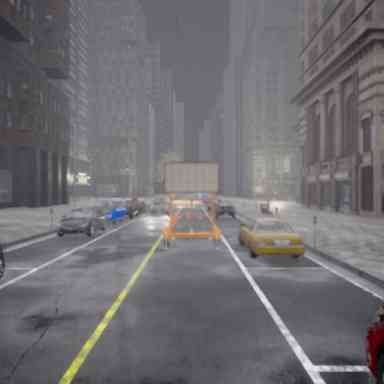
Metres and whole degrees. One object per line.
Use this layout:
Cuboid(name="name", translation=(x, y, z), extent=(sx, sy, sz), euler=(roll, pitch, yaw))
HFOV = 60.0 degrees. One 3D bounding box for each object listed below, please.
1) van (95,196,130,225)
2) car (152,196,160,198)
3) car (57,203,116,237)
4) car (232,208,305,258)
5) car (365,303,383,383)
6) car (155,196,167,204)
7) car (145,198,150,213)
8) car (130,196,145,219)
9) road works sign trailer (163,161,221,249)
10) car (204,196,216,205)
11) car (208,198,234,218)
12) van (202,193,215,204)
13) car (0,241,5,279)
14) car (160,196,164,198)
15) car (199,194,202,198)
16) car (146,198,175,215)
Cuboid(name="van", translation=(-5.771, 1.317, 23.418), extent=(1.690, 1.788, 3.998), euler=(0, 0, 0))
Cuboid(name="car", translation=(-5.780, 1.480, 45.350), extent=(1.752, 1.417, 4.829), euler=(0, 0, 0))
Cuboid(name="car", translation=(-5.770, 1.532, 17.893), extent=(2.008, 1.369, 4.403), euler=(0, 0, 0))
Cuboid(name="car", translation=(2.769, 1.513, 12.525), extent=(1.752, 1.417, 4.829), euler=(0, 0, 0))
Cuboid(name="car", translation=(2.769, 1.314, 1.305), extent=(2.192, 1.841, 5.009), euler=(0, 0, 0))
Cuboid(name="car", translation=(-5.786, 1.484, 62.096), extent=(1.887, 1.381, 4.507), euler=(0, 0, 0))
Cuboid(name="car", translation=(-5.776, 1.510, 34.469), extent=(1.887, 1.381, 4.507), euler=(0, 0, 0))
Cuboid(name="car", translation=(-5.773, 1.286, 28.944), extent=(2.192, 1.841, 5.009), euler=(0, 0, 0))
Cuboid(name="road works sign trailer", translation=(-0.002, 0.450, 14.391), extent=(2.380, 3.560, 2.880), euler=(0, 0, 0))
Cuboid(name="car", translation=(2.769, 1.542, 39.980), extent=(1.802, 1.307, 4.206), euler=(0, 0, 0))
Cuboid(name="car", translation=(2.769, 1.521, 28.930), extent=(2.008, 1.369, 4.403), euler=(0, 0, 0))
Cuboid(name="van", translation=(2.770, 1.290, 51.030), extent=(1.690, 1.788, 3.998), euler=(0, 0, 0))
Cuboid(name="car", translation=(-5.765, 1.433, 6.841), extent=(1.967, 1.590, 4.097), euler=(0, 0, 0))
Cuboid(name="car", translation=(-5.782, 1.494, 51.046), extent=(1.887, 1.381, 4.507), euler=(0, 0, 0))
Cuboid(name="car", translation=(2.769, 1.484, 62.079), extent=(1.887, 1.381, 4.507), euler=(0, 0, 0))
Cuboid(name="car", translation=(-3.101, 1.567, 33.420), extent=(1.895, 1.301, 4.718), euler=(0, 0, 0))
